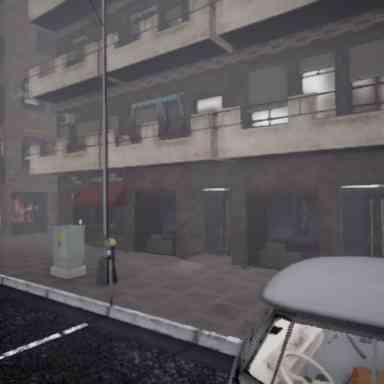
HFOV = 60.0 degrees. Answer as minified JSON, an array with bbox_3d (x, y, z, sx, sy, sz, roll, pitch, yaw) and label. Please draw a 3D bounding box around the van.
[{"bbox_3d":[2.006,1.331,1.448,3.998,1.788,1.690,-1,-1,35],"label":"van"}]
